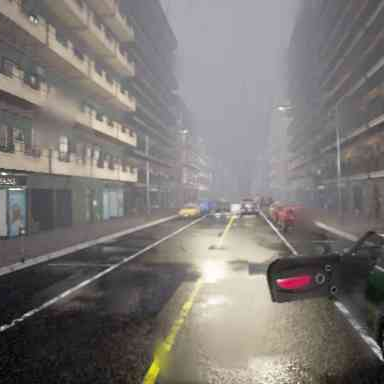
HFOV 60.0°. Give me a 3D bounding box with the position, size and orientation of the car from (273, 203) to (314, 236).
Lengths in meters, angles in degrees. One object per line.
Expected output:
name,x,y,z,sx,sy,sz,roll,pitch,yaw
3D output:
car,6.323,1.585,20.494,1.887,1.381,4.507,-2,-1,9

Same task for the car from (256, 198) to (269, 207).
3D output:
car,12.572,1.854,59.629,2.008,1.369,4.403,-2,-1,9

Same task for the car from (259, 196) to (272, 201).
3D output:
car,10.780,1.535,48.450,2.192,1.841,5.009,-2,-1,9

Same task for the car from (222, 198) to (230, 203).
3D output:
car,9.662,2.378,94.517,1.802,1.307,4.206,-2,-1,9

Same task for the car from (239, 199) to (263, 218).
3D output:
car,5.591,1.720,32.487,2.033,1.411,5.357,-1,-1,9

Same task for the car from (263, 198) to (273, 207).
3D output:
car,8.134,1.632,31.845,1.752,1.417,4.829,-2,-1,9

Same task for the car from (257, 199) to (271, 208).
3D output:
car,11.679,1.812,54.039,2.008,1.369,4.403,-2,-1,9

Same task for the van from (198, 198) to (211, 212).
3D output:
van,1.618,1.728,44.203,1.690,1.788,3.998,-2,-1,9

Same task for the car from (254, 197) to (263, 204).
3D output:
car,15.248,1.878,76.403,1.967,1.590,4.097,-2,-1,9

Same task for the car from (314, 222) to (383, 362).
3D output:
car,3.596,1.316,5.346,2.097,1.767,4.553,-1,-1,9

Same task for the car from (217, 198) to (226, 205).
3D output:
car,6.954,2.170,77.578,1.752,1.417,4.829,-2,-1,9

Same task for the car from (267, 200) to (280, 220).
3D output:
car,7.216,1.616,26.089,1.887,1.381,4.507,-2,-1,9

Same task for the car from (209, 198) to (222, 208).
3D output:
car,4.300,1.951,60.974,1.967,1.590,4.097,-2,-1,9

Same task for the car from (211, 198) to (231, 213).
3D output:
car,3.998,1.857,42.167,2.033,1.411,5.357,-1,-1,10

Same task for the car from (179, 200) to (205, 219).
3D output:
car,-0.189,1.837,32.851,1.752,1.417,4.829,-2,-1,9

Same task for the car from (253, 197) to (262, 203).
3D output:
car,16.144,2.052,81.990,1.947,1.339,4.313,-2,-1,9

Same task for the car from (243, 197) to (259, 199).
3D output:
car,7.457,1.606,44.600,2.097,1.767,4.553,-1,-1,9
